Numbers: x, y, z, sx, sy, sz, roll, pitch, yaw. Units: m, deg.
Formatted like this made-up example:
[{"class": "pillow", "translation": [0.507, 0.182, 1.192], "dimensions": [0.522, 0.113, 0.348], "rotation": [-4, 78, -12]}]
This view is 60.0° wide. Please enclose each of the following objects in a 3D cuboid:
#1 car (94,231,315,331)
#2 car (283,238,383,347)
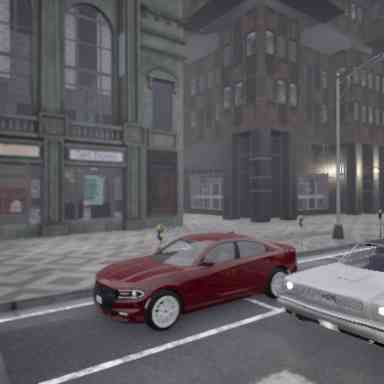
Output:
[{"class": "car", "translation": [0.285, 1.540, 6.852], "dimensions": [4.507, 1.381, 1.887], "rotation": [0, 0, -35]}, {"class": "car", "translation": [3.747, 1.594, 6.049], "dimensions": [4.718, 1.301, 1.895], "rotation": [0, 0, -35]}]
